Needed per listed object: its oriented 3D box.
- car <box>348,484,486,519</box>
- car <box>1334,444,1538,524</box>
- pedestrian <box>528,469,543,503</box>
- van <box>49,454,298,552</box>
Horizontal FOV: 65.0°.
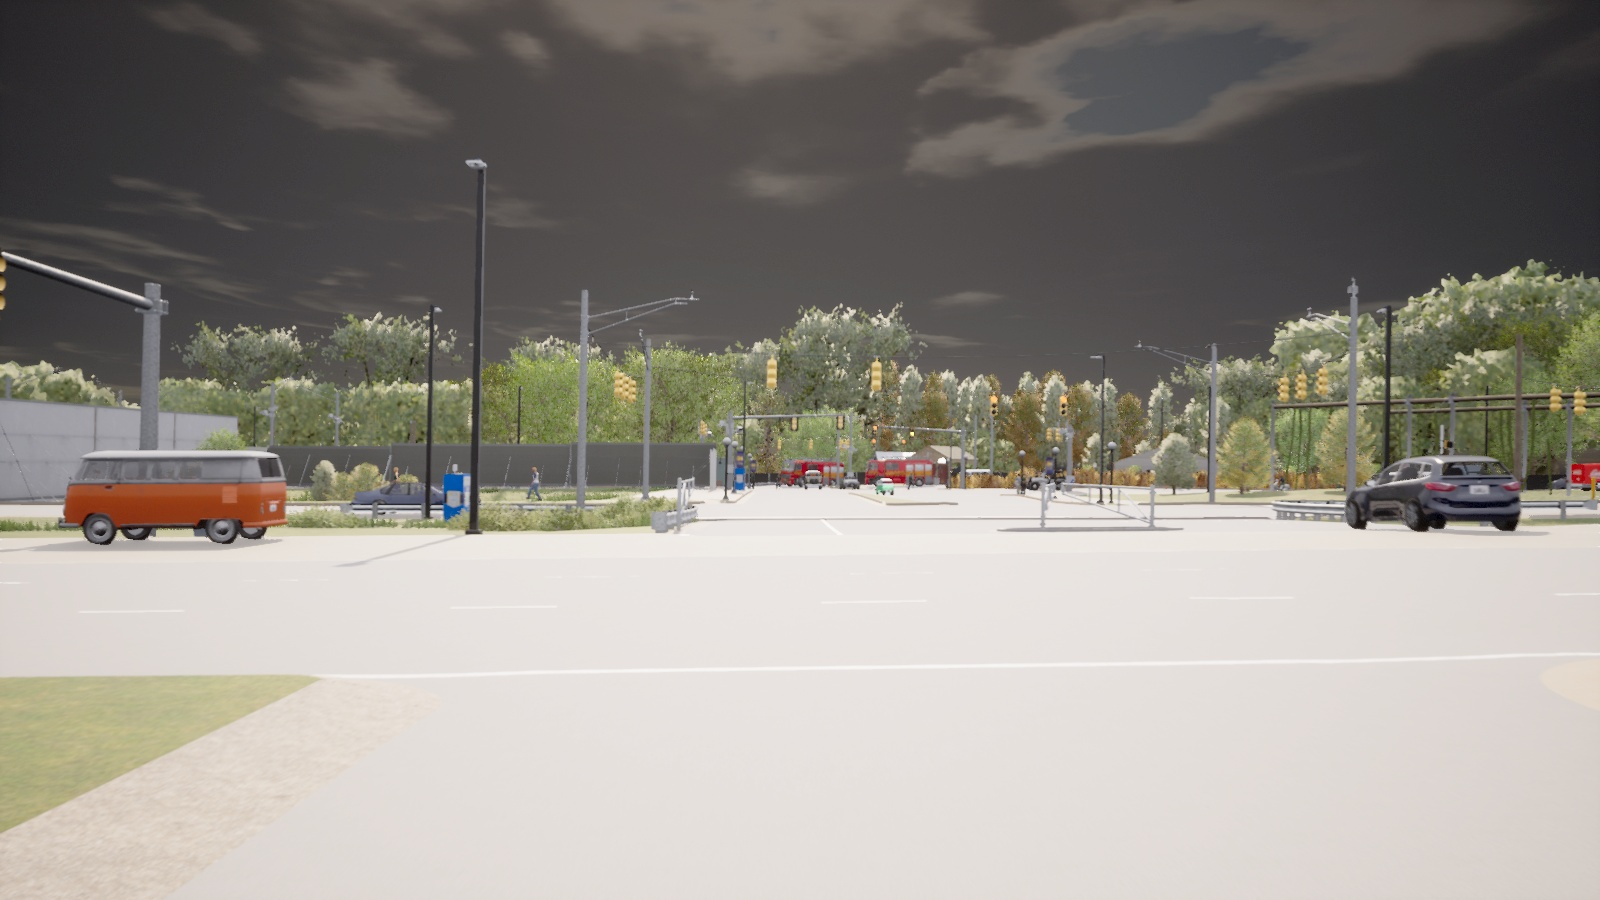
[{"bbox_3d":[-16.604,2.238,54.609,5.357,1.411,2.033,0,0,0],"label":"car"},{"bbox_3d":[14.366,0.824,28.745,2.242,1.667,4.611,-1,-3,-1],"label":"car"},{"bbox_3d":[-14.117,1.914,67.010,0.706,1.836,0.354,1,0,-2],"label":"pedestrian"},{"bbox_3d":[-13.417,1.112,27.076,4.442,1.987,1.775,-1,0,-1],"label":"van"}]
